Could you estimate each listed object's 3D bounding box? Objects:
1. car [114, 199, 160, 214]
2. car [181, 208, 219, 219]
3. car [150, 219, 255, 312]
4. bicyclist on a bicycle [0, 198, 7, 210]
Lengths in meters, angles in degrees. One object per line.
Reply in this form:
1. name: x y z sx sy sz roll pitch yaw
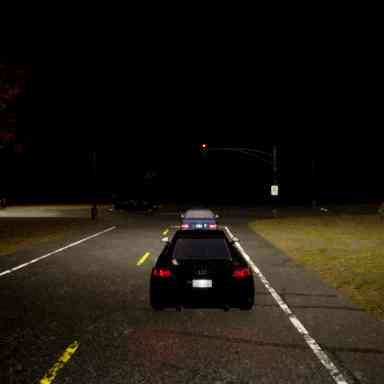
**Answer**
1. car: -5.884 1.557 35.762 4.902 1.511 2.128 -1 1 5
2. car: 0.387 1.530 17.020 2.033 1.411 5.357 0 0 2
3. car: 0.198 1.558 7.792 1.994 1.385 4.181 0 0 1
4. bicyclist on a bicycle: -25.532 1.579 45.049 0.582 1.620 1.656 -1 0 5
